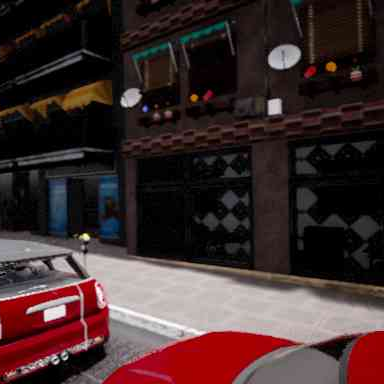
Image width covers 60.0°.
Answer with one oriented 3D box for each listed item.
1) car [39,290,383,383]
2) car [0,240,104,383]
[{"bbox_3d":[1.315,1.545,1.806,4.507,1.381,1.887,0,-1,36],"label":"car"},{"bbox_3d":[-3.183,1.443,5.026,4.097,1.590,1.967,0,-1,36],"label":"car"}]
